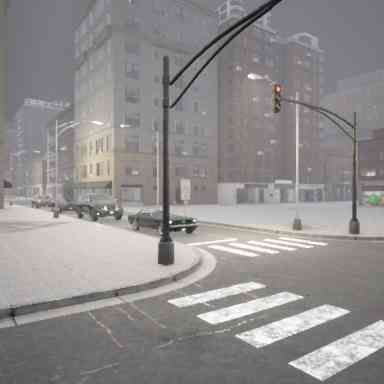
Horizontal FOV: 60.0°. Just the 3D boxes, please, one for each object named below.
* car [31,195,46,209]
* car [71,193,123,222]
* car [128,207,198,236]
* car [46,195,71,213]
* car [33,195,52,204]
[{"bbox_3d":[-19.118,1.139,42.622,2.097,1.767,4.553,0,0,-35],"label":"car"},{"bbox_3d":[-7.340,1.101,26.032,2.150,2.045,5.566,0,0,-35],"label":"car"},{"bbox_3d":[-1.695,1.526,18.130,1.895,1.301,4.718,0,0,-36],"label":"car"},{"bbox_3d":[-13.213,1.310,34.288,1.882,1.535,5.008,0,0,-36],"label":"car"},{"bbox_3d":[-25.467,1.269,56.518,2.033,1.411,5.357,0,0,-35],"label":"car"}]
